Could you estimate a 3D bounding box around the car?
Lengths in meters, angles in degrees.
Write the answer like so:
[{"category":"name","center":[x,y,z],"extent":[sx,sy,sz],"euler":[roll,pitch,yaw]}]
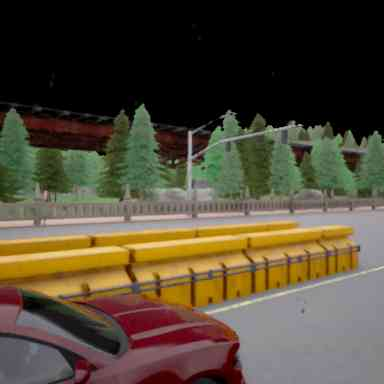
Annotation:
[{"category":"car","center":[-1.786,1.477,2.469],"extent":[5.008,1.535,1.882],"euler":[0,0,-35]}]
